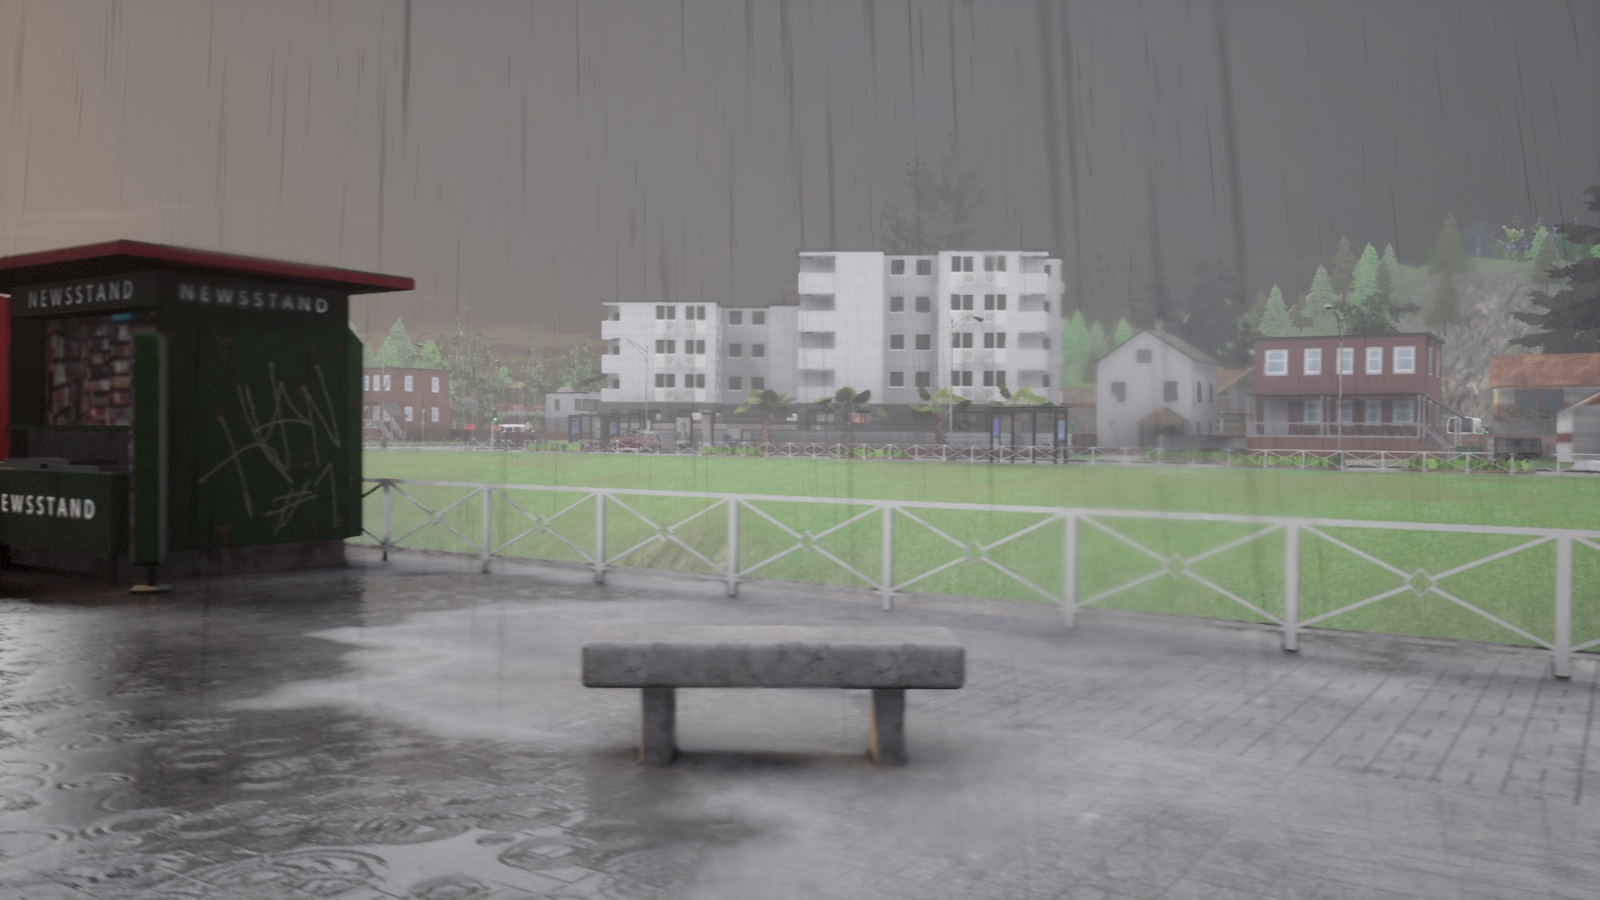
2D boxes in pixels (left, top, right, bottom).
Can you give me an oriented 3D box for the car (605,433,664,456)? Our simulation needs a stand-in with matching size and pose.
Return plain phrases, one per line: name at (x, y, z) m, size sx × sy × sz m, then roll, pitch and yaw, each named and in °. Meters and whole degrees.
car at (-11.346, -0.359, 85.840) m, size 3.705 × 1.549 × 1.789 m, roll 0°, pitch 1°, yaw 34°
